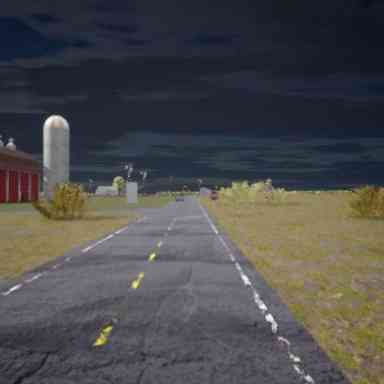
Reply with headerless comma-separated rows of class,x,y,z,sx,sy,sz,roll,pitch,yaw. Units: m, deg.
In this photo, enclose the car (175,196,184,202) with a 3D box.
car,-2.748,1.574,75.606,1.994,1.385,4.181,0,0,0
